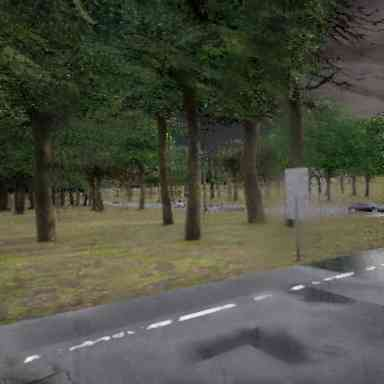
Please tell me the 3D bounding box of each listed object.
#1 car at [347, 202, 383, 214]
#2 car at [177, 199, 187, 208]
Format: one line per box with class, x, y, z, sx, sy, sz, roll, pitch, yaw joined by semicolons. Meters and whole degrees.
car;23.282;2.102;44.256;1.837;1.490;4.892;-4;1;-36
car;-1.678;2.818;80.562;2.150;2.045;5.566;-4;1;-29
